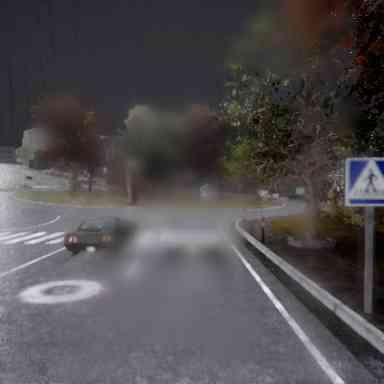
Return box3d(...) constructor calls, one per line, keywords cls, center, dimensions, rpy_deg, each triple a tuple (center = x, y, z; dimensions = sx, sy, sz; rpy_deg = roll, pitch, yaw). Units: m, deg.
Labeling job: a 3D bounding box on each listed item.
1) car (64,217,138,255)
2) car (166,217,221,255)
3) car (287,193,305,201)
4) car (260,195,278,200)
box3d(cls="car", center=(-3.440, 1.660, 13.593), dimensions=(1.895, 1.301, 4.718), rpy_deg=(0, 0, 0))
box3d(cls="car", center=(0.059, 1.660, 13.495), dimensions=(1.895, 1.301, 4.718), rpy_deg=(0, 0, 0))
box3d(cls="car", center=(20.604, 0.983, 65.481), dimensions=(2.128, 1.511, 4.902), rpy_deg=(0, 2, -15))
box3d(cls="car", center=(16.006, 0.941, 69.168), dimensions=(1.812, 1.442, 4.674), rpy_deg=(-1, 2, -23))
